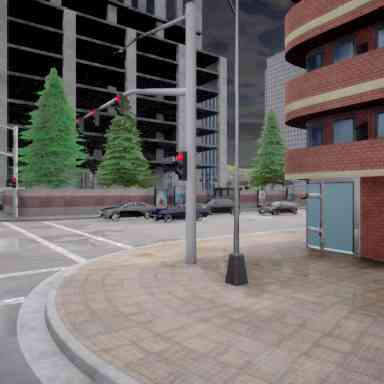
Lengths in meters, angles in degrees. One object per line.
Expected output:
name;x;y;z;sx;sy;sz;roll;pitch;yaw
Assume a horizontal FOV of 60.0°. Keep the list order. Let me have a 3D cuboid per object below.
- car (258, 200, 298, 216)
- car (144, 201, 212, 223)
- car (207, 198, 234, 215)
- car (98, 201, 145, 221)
car;8.669;1.581;33.165;4.674;1.442;1.812;0;0;-35
car;-1.018;1.656;26.340;4.718;1.301;1.895;0;0;-35
car;2.215;1.409;32.904;4.553;1.767;2.097;0;0;-35
car;-5.279;1.547;27.618;4.902;1.511;2.128;0;0;-35
